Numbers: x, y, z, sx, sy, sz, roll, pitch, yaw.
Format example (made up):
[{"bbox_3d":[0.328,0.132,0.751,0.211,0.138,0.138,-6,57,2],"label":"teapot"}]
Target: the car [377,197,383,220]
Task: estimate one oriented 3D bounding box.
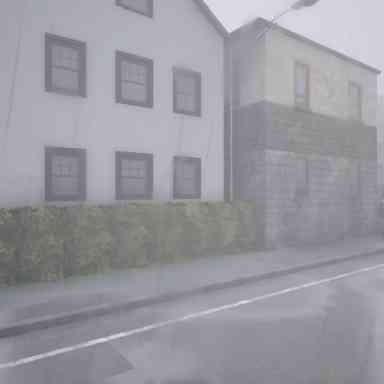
[{"bbox_3d":[14.326,1.397,26.045,2.150,2.045,5.566,0,0,-38],"label":"car"}]
